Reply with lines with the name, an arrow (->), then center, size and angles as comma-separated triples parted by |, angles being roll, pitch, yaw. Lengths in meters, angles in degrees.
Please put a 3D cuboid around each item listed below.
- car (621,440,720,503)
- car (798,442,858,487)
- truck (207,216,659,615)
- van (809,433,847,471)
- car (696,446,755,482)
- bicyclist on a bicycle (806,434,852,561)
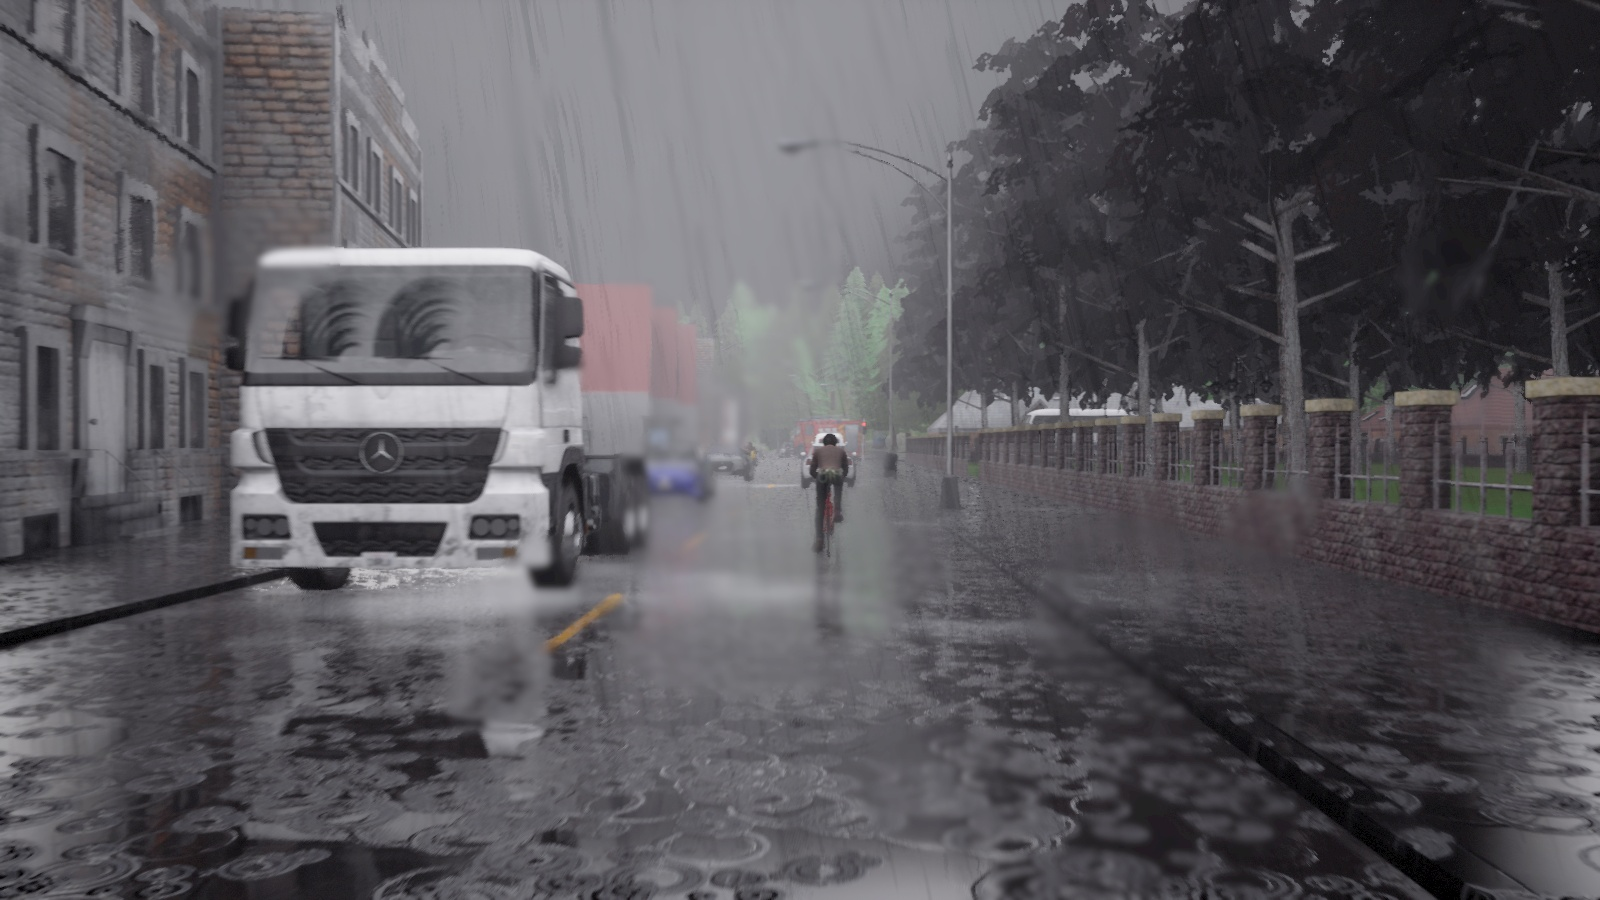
car -> -3.271, 0.506, 32.576 | 2.007, 1.525, 4.514 | 0, 0, 1
car -> 0.964, 0.469, 43.178 | 1.970, 1.475, 3.806 | 0, 0, 1
truck -> -3.650, -0.323, 14.914 | 2.891, 3.462, 7.936 | 0, 0, 1
van -> 1.572, 0.078, 69.798 | 2.069, 2.038, 4.480 | 0, 0, 1
car -> -2.887, 0.527, 49.727 | 1.994, 1.385, 4.181 | 0, 0, 1
bicyclist on a bicycle -> 0.387, 0.605, 16.785 | 0.582, 1.620, 1.656 | 0, 0, 1
